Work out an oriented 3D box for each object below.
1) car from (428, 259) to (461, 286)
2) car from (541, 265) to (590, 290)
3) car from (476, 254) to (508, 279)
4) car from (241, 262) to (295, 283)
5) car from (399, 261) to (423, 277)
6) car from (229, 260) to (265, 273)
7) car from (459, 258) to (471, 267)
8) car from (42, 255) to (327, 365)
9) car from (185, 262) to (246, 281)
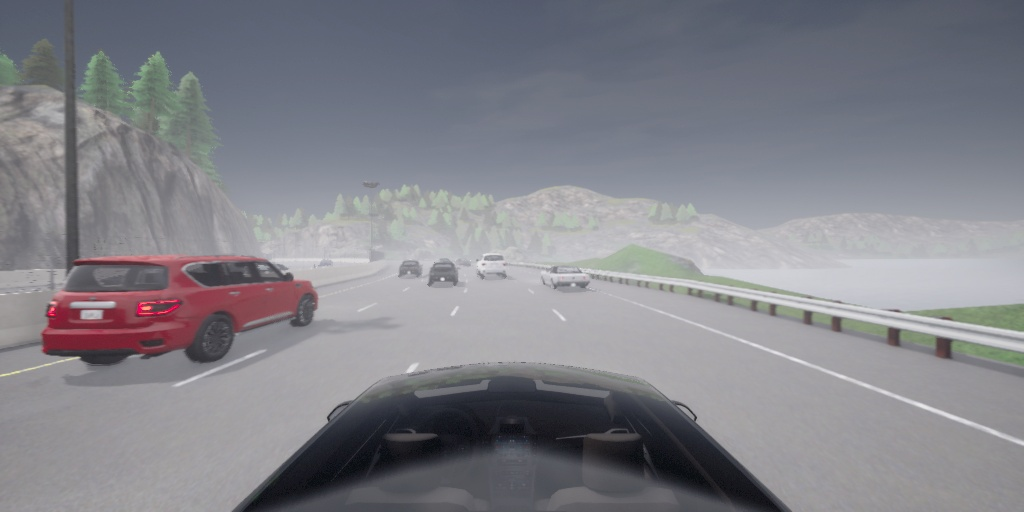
[{"bbox_3d":[-4.681,1.167,24.799,1.837,1.490,4.892,1,0,-8],"label":"car"},{"bbox_3d":[2.975,1.208,21.119,1.895,1.301,4.718,-1,0,-6],"label":"car"},{"bbox_3d":[-1.866,0.819,31.037,2.150,2.045,5.566,0,0,-10],"label":"car"},{"bbox_3d":[-19.788,1.313,29.334,1.812,1.442,4.674,-1,1,-9],"label":"car"},{"bbox_3d":[-9.522,1.163,33.828,1.837,1.490,4.892,1,0,-11],"label":"car"},{"bbox_3d":[-34.241,1.324,46.559,2.128,1.511,4.902,-1,0,-15],"label":"car"},{"bbox_3d":[-8.243,1.041,59.724,2.033,1.411,5.357,-1,0,-20],"label":"car"},{"bbox_3d":[-6.780,1.001,8.344,2.150,2.045,5.566,0,0,-3],"label":"car"},{"bbox_3d":[-27.600,1.388,33.680,2.033,1.411,5.357,-1,0,-10],"label":"car"}]
